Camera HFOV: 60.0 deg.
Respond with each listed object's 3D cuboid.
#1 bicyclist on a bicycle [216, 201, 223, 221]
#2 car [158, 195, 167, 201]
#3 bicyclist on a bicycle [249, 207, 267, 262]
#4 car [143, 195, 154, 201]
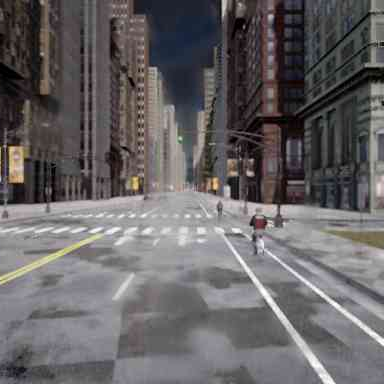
[{"bbox_3d":[2.255,1.523,26.832,0.582,1.620,1.656,0,0,0],"label":"bicyclist on a bicycle"},{"bbox_3d":[-6.515,1.277,74.384,2.033,1.411,5.357,0,0,0],"label":"car"},{"bbox_3d":[2.244,1.395,11.376,0.659,1.776,1.843,0,0,0],"label":"bicyclist on a bicycle"},{"bbox_3d":[-9.764,1.290,74.384,1.994,1.385,4.181,0,0,0],"label":"car"}]
